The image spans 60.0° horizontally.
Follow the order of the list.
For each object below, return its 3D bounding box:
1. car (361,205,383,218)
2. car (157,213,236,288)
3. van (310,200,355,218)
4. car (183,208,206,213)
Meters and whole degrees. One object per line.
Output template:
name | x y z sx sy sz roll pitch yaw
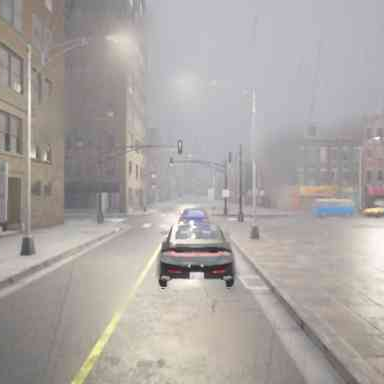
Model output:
car | 19.198 1.808 32.533 4.829 1.417 1.752 0 0 0
car | 0.104 1.577 9.470 2.128 1.511 4.902 0 -1 0
van | 13.756 1.628 32.546 3.998 1.788 1.690 0 0 0
car | 0.126 1.707 20.299 1.812 1.442 4.674 0 -1 0
